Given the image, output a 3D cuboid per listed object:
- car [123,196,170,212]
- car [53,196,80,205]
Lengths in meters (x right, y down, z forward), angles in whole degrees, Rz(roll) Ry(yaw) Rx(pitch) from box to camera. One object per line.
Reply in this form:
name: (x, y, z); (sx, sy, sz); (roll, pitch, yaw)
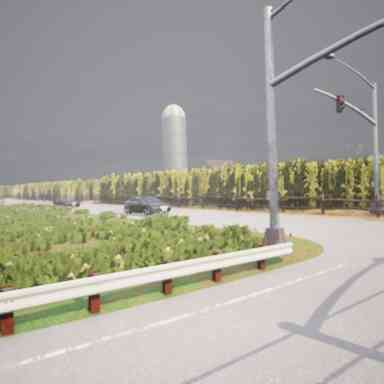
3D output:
car: (-3.585, 1.069, 26.064); (2.128, 1.511, 4.902); (-4, 2, -40)
car: (-14.912, 1.176, 39.438); (2.128, 1.511, 4.902); (-4, 2, -41)
